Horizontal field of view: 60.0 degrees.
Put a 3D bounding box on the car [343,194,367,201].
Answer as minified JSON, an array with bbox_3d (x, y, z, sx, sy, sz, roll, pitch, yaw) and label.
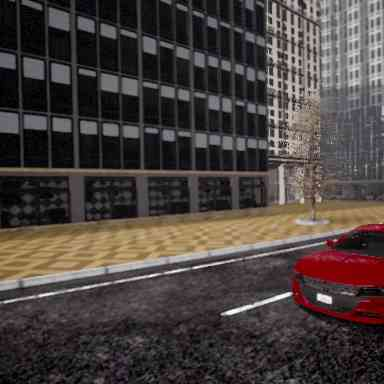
[{"bbox_3d":[29.543,0.959,60.686,1.802,1.307,4.206,-1,1,-39],"label":"car"}]

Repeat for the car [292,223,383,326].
[{"bbox_3d":[4.101,1.424,6.884,5.008,1.535,1.882,-1,0,-38],"label":"car"}]

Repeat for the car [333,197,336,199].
[{"bbox_3d":[26.019,0.909,65.146,1.947,1.339,4.313,-1,1,-39],"label":"car"}]

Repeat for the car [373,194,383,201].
[{"bbox_3d":[33.098,0.976,56.250,1.947,1.339,4.313,-1,1,-39],"label":"car"}]
